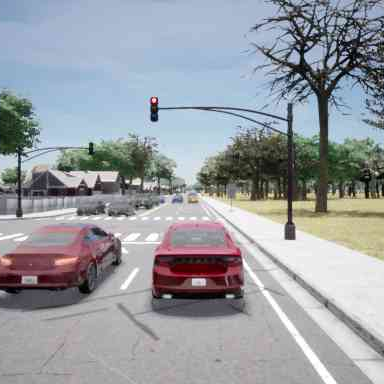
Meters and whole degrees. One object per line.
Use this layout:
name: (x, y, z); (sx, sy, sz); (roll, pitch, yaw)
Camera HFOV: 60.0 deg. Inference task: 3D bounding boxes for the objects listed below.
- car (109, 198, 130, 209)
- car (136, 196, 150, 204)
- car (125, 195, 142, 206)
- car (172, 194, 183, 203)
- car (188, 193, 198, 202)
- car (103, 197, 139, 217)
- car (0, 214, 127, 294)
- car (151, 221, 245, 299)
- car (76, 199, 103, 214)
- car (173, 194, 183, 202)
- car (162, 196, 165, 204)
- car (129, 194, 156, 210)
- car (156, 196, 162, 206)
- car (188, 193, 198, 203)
car: (-9.739, 1.516, 44.981); (1.812, 1.442, 4.674); (0, 0, 0)
car: (-9.621, 1.521, 65.998); (2.033, 1.411, 5.357); (0, 0, 0)
car: (-9.708, 1.335, 55.379); (2.097, 1.767, 4.553); (0, 0, 0)
car: (-2.990, 1.499, 66.321); (1.812, 1.442, 4.674); (0, 0, 0)
car: (0.182, 1.190, 76.315); (2.150, 2.045, 5.566); (0, 0, 0)
car: (-6.524, 1.500, 31.101); (1.837, 1.490, 4.892); (0, 0, 0)
car: (-3.130, 1.525, 8.697); (1.812, 1.442, 4.674); (0, 0, 0)
car: (0.118, 1.477, 8.486); (1.882, 1.535, 5.008); (0, 0, 0)
car: (-9.771, 1.500, 32.546); (1.837, 1.490, 4.892); (0, 0, 0)
car: (-3.068, 1.320, 76.287); (2.097, 1.767, 4.553); (0, 0, 0)
car: (-6.384, 1.452, 65.159); (1.882, 1.535, 5.008); (0, 0, 1)
car: (-6.494, 1.215, 43.444); (2.150, 2.045, 5.566); (0, 0, 0)
car: (-6.460, 1.489, 54.719); (1.837, 1.490, 4.892); (0, 0, 0)
car: (0.255, 1.452, 65.914); (1.882, 1.535, 5.008); (0, 0, 0)
